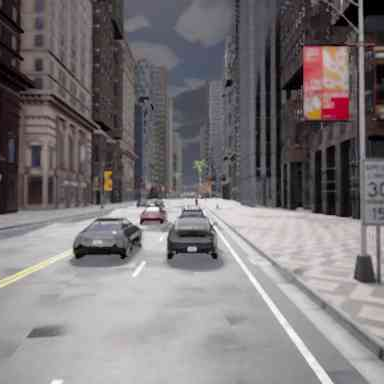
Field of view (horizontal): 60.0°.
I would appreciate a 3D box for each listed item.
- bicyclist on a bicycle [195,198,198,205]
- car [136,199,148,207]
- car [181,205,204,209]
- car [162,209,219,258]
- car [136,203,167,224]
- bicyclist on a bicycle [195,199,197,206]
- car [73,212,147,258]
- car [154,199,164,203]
[{"bbox_3d":[0.946,2.127,67.287,0.659,1.776,1.843,0,0,0],"label":"bicyclist on a bicycle"},{"bbox_3d":[-9.712,2.234,64.928,1.837,1.490,4.892,0,0,0],"label":"car"},{"bbox_3d":[0.038,1.817,28.509,2.128,1.511,4.902,0,-1,0],"label":"car"},{"bbox_3d":[0.026,1.660,13.492,1.837,1.490,4.892,0,0,0],"label":"car"},{"bbox_3d":[-3.213,1.888,28.460,1.994,1.385,4.181,0,-1,1],"label":"car"},{"bbox_3d":[0.955,2.308,76.292,0.582,1.620,1.656,0,-1,0],"label":"bicyclist on a bicycle"},{"bbox_3d":[-3.226,1.716,13.453,1.994,1.385,4.181,0,-1,1],"label":"car"},{"bbox_3d":[-6.466,2.235,64.998,1.837,1.490,4.892,0,0,0],"label":"car"}]
